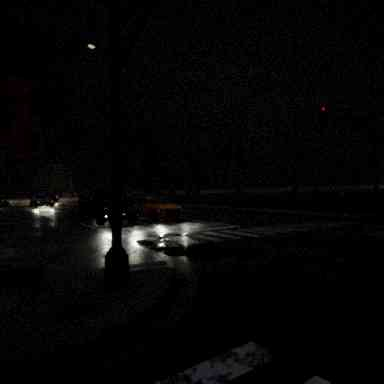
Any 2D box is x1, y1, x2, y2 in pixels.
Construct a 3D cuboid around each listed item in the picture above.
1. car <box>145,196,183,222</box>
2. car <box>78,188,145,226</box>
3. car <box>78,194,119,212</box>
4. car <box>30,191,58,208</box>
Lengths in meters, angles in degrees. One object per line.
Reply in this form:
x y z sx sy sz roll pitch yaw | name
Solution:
-2.467 1.022 21.879 1.882 1.535 5.008 -1 1 -35 | car
-5.223 0.786 20.144 2.150 2.045 5.566 -1 2 -35 | car
-8.807 0.962 31.045 2.128 1.511 4.902 -1 1 -35 | car
-16.428 0.969 36.350 1.812 1.442 4.674 -1 1 -34 | car
